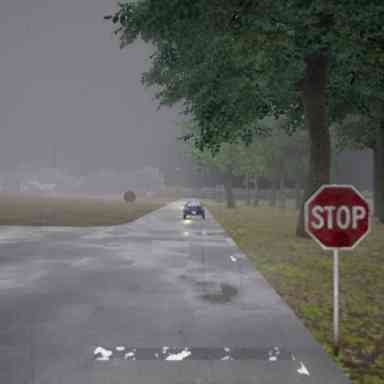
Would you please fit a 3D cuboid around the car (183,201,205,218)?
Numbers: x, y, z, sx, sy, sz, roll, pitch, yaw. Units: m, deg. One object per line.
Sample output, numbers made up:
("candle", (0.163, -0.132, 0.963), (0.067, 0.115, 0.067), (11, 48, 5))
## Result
("car", (0.186, 1.559, 30.642), (1.812, 1.442, 4.674), (0, 0, 0))
